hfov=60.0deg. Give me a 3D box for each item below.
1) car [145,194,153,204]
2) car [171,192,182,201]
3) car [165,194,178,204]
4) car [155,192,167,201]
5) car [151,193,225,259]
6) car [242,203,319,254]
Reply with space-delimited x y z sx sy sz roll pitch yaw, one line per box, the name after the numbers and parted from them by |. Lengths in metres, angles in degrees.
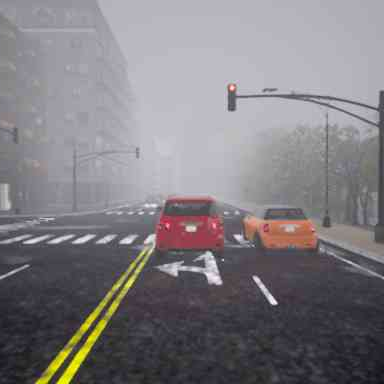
-6.565 1.145 54.756 2.128 1.511 4.902 0 0 0 | car
-3.244 0.912 70.392 2.097 1.767 4.553 0 0 0 | car
-3.315 1.131 54.756 1.882 1.535 5.008 0 0 0 | car
-6.494 0.913 70.385 2.097 1.767 4.553 0 0 0 | car
-0.139 1.140 12.307 2.150 2.045 5.566 0 0 -2 | car
3.308 1.264 13.299 2.097 1.767 4.553 0 0 0 | car
